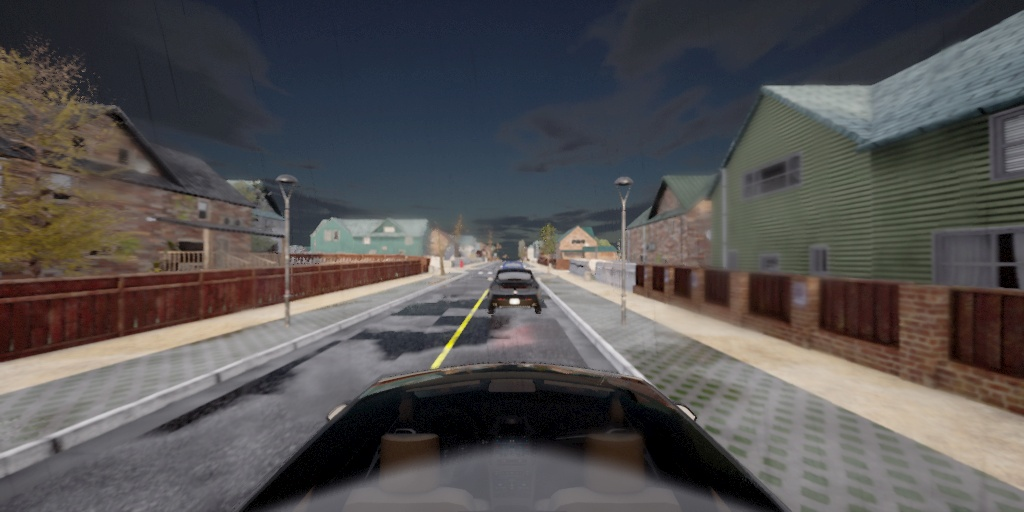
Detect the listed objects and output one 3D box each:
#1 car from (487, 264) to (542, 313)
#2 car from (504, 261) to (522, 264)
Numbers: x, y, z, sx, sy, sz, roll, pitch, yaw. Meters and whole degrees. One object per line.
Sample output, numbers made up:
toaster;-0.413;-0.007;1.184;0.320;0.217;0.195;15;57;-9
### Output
car;0.095;1.217;13.811;1.837;1.490;4.892;0;0;0
car;0.090;1.161;28.322;1.882;1.535;5.008;0;0;0
